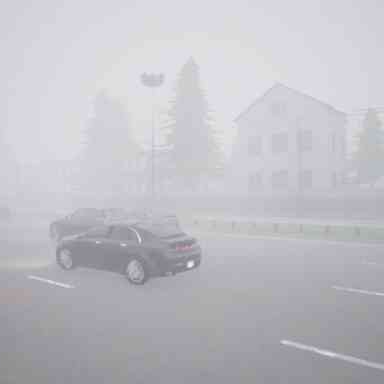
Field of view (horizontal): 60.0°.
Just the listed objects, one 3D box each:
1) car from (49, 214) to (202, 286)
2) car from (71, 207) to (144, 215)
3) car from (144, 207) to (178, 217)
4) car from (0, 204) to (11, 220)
[{"bbox_3d":[-2.006,1.581,9.718,4.892,1.490,1.837,-1,0,35],"label":"car"},{"bbox_3d":[-4.855,1.490,16.047,4.553,1.767,2.097,-1,0,35],"label":"car"},{"bbox_3d":[-2.912,1.632,18.960,4.902,1.511,2.128,-1,0,35],"label":"car"},{"bbox_3d":[-18.122,1.829,29.804,4.902,1.511,2.128,-1,0,35],"label":"car"}]
